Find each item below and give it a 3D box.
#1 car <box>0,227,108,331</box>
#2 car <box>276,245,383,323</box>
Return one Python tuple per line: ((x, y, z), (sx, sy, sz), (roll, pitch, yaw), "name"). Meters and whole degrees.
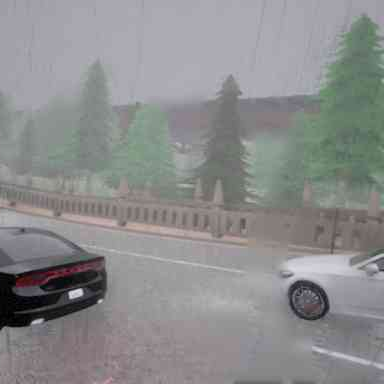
((-3.868, 1.456, 6.754), (5.008, 1.535, 1.882), (1, 0, 36), "car")
((3.778, 1.526, 5.596), (4.674, 1.442, 1.812), (0, 0, 36), "car")
